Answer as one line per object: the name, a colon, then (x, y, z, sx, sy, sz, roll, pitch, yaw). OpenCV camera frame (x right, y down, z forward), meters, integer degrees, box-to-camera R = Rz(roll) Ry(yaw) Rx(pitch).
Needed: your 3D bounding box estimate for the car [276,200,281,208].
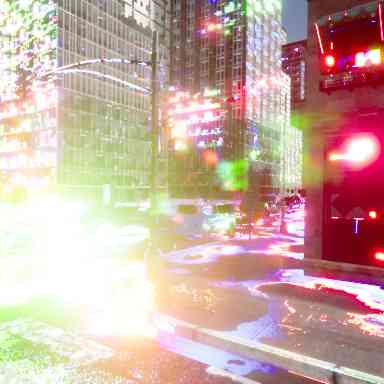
car: (9.910, 1.293, 44.436, 1.967, 1.590, 4.097, 1, 1, 35)

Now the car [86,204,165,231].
car: (-3.827, 1.540, 20.490, 1.895, 1.301, 4.718, 1, 1, 35)

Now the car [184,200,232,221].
car: (1.426, 1.448, 27.927, 1.812, 1.442, 4.674, 1, 1, 35)

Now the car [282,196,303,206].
car: (16.193, 1.364, 53.337, 1.752, 1.417, 4.829, 1, 1, 35)

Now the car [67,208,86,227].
car: (-6.045, 1.467, 21.839, 1.947, 1.339, 4.313, 1, 1, 35)

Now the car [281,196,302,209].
car: (13.041, 1.438, 44.291, 2.033, 1.411, 5.357, 1, 1, 36)

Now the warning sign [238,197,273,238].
warning sign: (3.089, 1.177, 16.116, 1.300, 1.860, 1.060, 1, 1, 35)

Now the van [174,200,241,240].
van: (0.804, 1.368, 17.003, 1.690, 1.788, 3.998, 1, 1, 35)

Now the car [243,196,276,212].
car: (6.852, 1.384, 35.598, 1.882, 1.535, 5.008, 1, 1, 35)
